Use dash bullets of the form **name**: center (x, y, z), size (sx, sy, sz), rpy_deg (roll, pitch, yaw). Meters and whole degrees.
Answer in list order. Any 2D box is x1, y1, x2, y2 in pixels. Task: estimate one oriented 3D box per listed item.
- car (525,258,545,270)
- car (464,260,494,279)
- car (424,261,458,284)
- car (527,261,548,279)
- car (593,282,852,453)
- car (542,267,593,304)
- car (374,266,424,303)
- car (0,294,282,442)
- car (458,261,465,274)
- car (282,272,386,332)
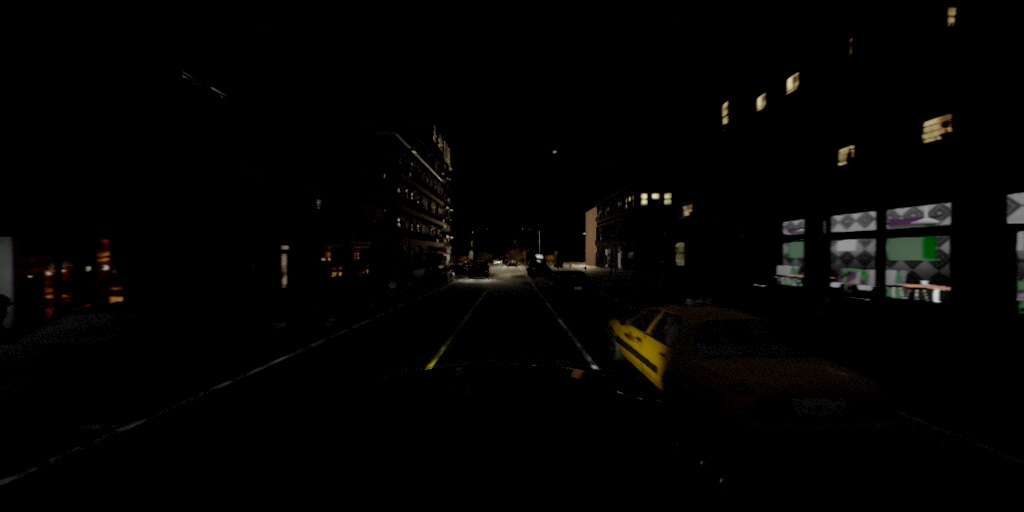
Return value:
- **car**: center (2.706, 1.165, 39.320), size (2.192, 1.841, 5.009), rpy_deg (0, 0, 0)
- **car**: center (-3.070, 1.315, 34.270), size (1.882, 1.535, 5.008), rpy_deg (0, 0, 0)
- **car**: center (-5.681, 1.261, 27.997), size (1.967, 1.591, 4.097), rpy_deg (0, 0, 0)
- **car**: center (2.703, 1.401, 33.643), size (1.948, 1.339, 4.313), rpy_deg (0, 0, 0)
- **car**: center (2.691, 1.285, 5.425), size (1.751, 1.417, 4.829), rpy_deg (0, 0, 0)
- **car**: center (2.696, 1.355, 16.610), size (1.948, 1.339, 4.313), rpy_deg (0, 0, 0)
- **car**: center (-5.685, 1.230, 16.642), size (1.967, 1.591, 4.097), rpy_deg (0, 0, 0)
- **car**: center (-5.690, 1.342, 5.288), size (1.802, 1.307, 4.207), rpy_deg (0, 0, 0)
- **car**: center (-5.675, 1.291, 39.352), size (1.967, 1.591, 4.097), rpy_deg (0, 0, 0)
- **car**: center (-5.687, 1.341, 10.966), size (1.948, 1.339, 4.313), rpy_deg (0, 0, 0)
